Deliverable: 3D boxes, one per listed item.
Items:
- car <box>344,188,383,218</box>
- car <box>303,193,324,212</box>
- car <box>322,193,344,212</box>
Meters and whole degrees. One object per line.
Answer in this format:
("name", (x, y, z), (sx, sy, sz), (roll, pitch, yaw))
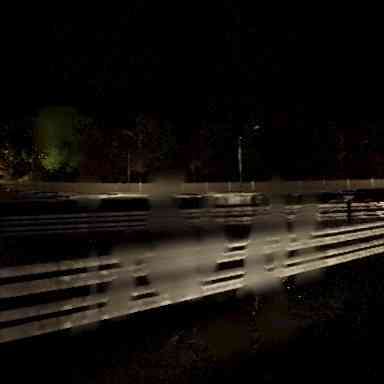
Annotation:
("car", (14.473, 0.732, 24.254), (5.566, 2.045, 2.150), (-1, 1, -11))
("car", (12.803, 0.834, 31.058), (4.553, 1.767, 2.097), (-1, 1, -11))
("car", (13.634, 1.022, 27.654), (4.674, 1.442, 1.812), (-1, 1, -11))
